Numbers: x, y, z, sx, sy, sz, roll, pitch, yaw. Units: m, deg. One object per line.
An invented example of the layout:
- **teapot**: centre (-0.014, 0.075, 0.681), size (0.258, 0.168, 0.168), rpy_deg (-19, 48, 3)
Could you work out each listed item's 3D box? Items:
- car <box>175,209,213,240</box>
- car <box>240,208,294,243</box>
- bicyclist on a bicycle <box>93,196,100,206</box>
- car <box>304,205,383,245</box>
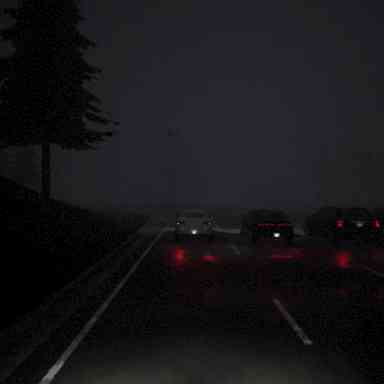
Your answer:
- **car**: centre (0.073, 1.606, 17.468), size (1.812, 1.442, 4.674), rpy_deg (0, 0, -1)
- **car**: centre (3.596, 1.581, 16.508), size (1.837, 1.490, 4.892), rpy_deg (0, 0, 0)
- **bicyclist on a bicycle**: centre (-16.697, 1.568, 58.213), size (0.582, 1.620, 1.656), rpy_deg (0, 0, 30)
- **car**: centre (7.095, 1.427, 16.176), size (2.097, 1.767, 4.553), rpy_deg (0, 0, 0)
